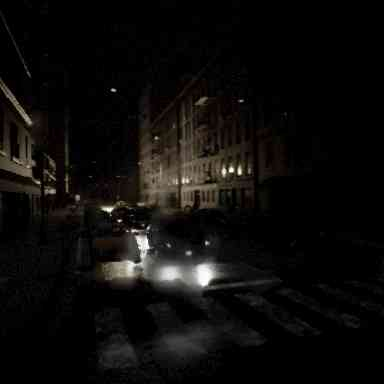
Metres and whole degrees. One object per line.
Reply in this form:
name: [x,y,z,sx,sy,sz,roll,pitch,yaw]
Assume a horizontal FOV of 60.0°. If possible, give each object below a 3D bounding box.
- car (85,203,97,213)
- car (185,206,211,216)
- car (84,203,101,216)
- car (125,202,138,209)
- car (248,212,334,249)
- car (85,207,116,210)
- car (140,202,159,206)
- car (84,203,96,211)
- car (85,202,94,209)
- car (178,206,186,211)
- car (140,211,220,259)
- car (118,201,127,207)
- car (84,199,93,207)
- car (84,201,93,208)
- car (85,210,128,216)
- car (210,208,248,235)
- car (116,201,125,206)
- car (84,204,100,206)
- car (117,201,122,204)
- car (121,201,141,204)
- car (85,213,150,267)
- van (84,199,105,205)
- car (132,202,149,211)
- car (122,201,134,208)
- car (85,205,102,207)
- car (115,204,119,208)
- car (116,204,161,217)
car: [-16.374,2.500,53.821,1.752,1.417,4.829,-1,-1,-18]
car: [1.234,1.908,25.567,1.947,1.339,4.313,-1,-1,-18]
car: [-13.086,2.236,43.689,1.967,1.590,4.097,-1,-1,-18]
car: [-12.132,2.639,66.747,1.947,1.339,4.313,-1,-1,-18]
car: [4.575,1.723,15.272,1.947,1.339,4.313,-1,-1,-18]
car: [-6.401,1.995,23.097,1.947,1.339,4.313,-1,-1,-18]
car: [-5.450,2.260,46.157,2.008,1.369,4.403,-1,-1,-18]
car: [-18.097,2.635,59.129,1.947,1.339,4.313,-1,-1,-18]
car: [-21.438,2.832,69.425,1.802,1.307,4.206,-1,-1,-18]
car: [-0.490,1.963,30.877,1.752,1.417,4.829,-1,-1,-18]
car: [-0.764,1.772,14.029,2.033,1.411,5.357,-1,-1,-15]
car: [-17.198,2.869,82.353,1.752,1.417,4.829,-1,-1,-18]
car: [-28.125,2.918,90.019,2.192,1.841,5.009,-1,-1,-18]
car: [-24.780,2.978,79.721,2.008,1.369,4.403,-1,-1,-18]
car: [-4.731,1.887,17.950,2.008,1.369,4.403,-1,-1,-18]
car: [2.905,1.832,20.419,1.802,1.307,4.206,-1,-1,-18]
car: [-18.815,3.010,87.338,1.802,1.307,4.206,-1,-1,-18]
car: [-9.743,2.195,33.392,1.802,1.307,4.206,-1,-1,-18]
car: [-11.597,2.503,56.868,1.994,1.385,4.181,-1,-1,-18]
car: [-8.556,2.279,47.517,1.837,1.490,4.892,-1,-1,-18]
car: [-3.008,1.766,12.640,1.752,1.417,4.829,-1,-1,-18]
van: [-11.417,2.046,38.542,1.690,1.788,3.998,-1,-1,-18]
car: [-8.791,2.442,56.452,2.008,1.369,4.403,-1,-1,-18]
car: [-13.803,2.729,71.895,1.947,1.339,4.313,-1,-1,-18]
car: [-8.072,2.087,28.244,1.947,1.339,4.313,-1,-1,-18]
car: [-6.991,2.168,33.171,1.895,1.301,4.718,-1,-1,-18]
car: [-3.840,1.885,23.427,2.128,1.511,4.902,-1,-1,-18]
